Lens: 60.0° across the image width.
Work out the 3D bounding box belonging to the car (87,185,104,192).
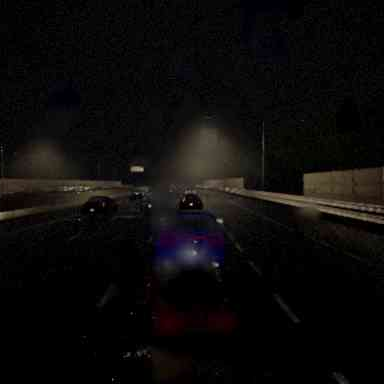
[{"bbox_3d":[-21.571,-0.553,76.097,2.033,1.411,5.357,0,2,-1],"label":"car"}]

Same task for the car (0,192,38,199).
[{"bbox_3d":[-17.695,0.750,34.448,1.882,1.535,5.008,0,2,0],"label":"car"}]

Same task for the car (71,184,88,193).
[{"bbox_3d":[-25.070,-0.863,76.005,2.150,2.045,5.566,0,2,-1],"label":"car"}]

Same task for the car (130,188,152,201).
[{"bbox_3d":[-7.200,0.311,45.666,2.097,1.767,4.553,0,2,-1],"label":"car"}]

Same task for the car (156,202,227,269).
[{"bbox_3d":[-0.006,1.324,10.596,1.882,1.535,5.008,0,1,0],"label":"car"}]

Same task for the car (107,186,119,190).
[{"bbox_3d":[-18.072,-0.619,76.149,1.882,1.535,5.008,0,2,-1],"label":"car"}]

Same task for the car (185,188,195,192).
[{"bbox_3d":[-0.237,0.442,49.781,1.895,1.301,4.718,0,2,-1],"label":"car"}]

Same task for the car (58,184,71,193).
[{"bbox_3d":[-28.570,-0.859,75.951,2.150,2.045,5.566,0,2,-1],"label":"car"}]

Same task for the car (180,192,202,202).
[{"bbox_3d":[-0.082,0.954,29.769,1.994,1.385,4.181,0,2,0],"label":"car"}]

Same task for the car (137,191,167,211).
[{"bbox_3d":[-3.587,0.895,30.566,1.812,1.442,4.674,0,2,0],"label":"car"}]

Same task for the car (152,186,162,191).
[{"bbox_3d":[-7.412,-0.061,64.917,1.837,1.490,4.892,0,2,-1],"label":"car"}]

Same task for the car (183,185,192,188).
[{"bbox_3d":[-0.534,-0.338,73.766,1.882,1.535,5.008,0,2,-1],"label":"car"}]

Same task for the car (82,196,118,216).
[{"bbox_3d":[-7.061,1.029,25.757,1.812,1.442,4.674,0,2,0],"label":"car"}]

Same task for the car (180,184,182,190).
[{"bbox_3d":[-4.354,-0.851,92.930,1.837,1.490,4.892,0,2,-1],"label":"car"}]

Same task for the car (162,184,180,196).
[{"bbox_3d":[-3.881,-0.151,62.462,2.097,1.767,4.553,0,2,-1],"label":"car"}]
